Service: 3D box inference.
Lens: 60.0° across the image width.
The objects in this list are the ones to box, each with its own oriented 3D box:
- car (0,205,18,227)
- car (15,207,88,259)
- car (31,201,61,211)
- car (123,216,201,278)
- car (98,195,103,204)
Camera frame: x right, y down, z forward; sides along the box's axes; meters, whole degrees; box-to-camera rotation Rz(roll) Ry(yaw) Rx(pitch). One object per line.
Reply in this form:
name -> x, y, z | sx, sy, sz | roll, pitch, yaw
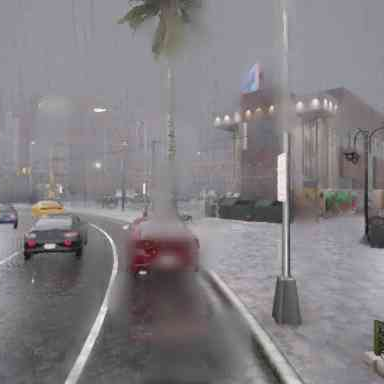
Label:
car -> -12.652, 1.535, 22.065 | 2.033, 1.411, 5.357 | 0, 0, -30
car -> -4.995, 1.521, 12.550 | 1.812, 1.442, 4.674 | 0, 0, -15
car -> -12.050, 1.465, 27.555 | 1.882, 1.535, 5.008 | 0, 0, -33
car -> -1.082, 1.475, 10.345 | 1.882, 1.535, 5.008 | 0, 0, -12
car -> -14.576, 1.238, 56.454 | 4.553, 1.767, 2.185 | 0, 0, 42
